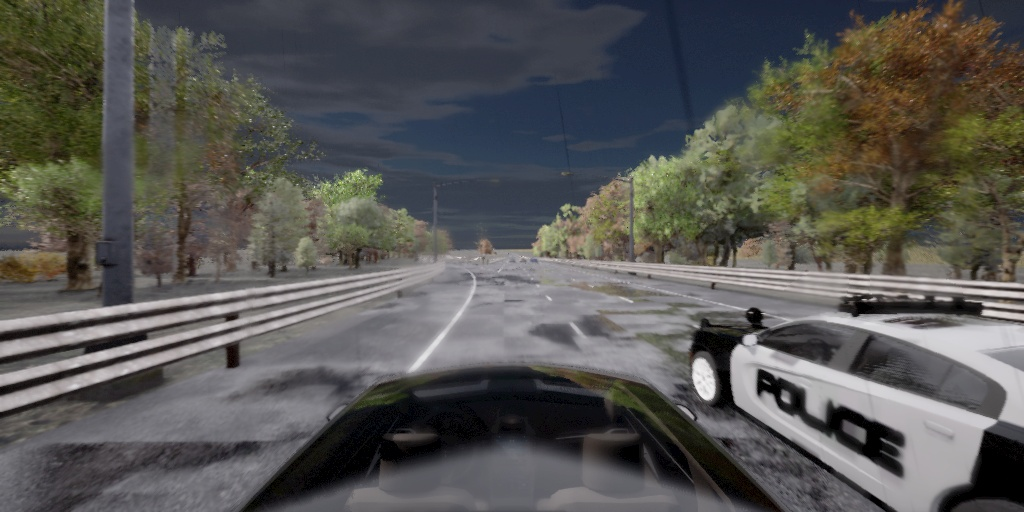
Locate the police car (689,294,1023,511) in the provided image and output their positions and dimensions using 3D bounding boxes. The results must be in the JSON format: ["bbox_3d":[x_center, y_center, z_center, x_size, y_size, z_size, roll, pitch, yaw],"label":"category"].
[{"bbox_3d":[3.513,1.186,3.347,1.930,1.638,5.238,0,0,0],"label":"police car"}]
